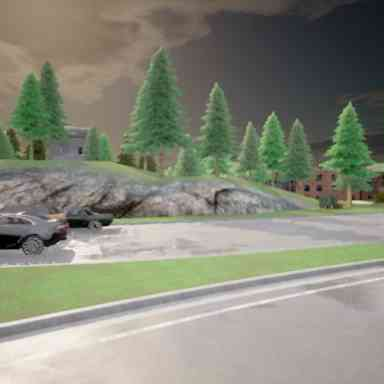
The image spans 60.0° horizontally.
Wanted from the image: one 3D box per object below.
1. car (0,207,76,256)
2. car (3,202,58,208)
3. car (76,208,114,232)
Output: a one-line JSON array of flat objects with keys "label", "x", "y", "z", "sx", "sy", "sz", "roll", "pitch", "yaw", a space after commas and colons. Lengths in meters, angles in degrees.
[{"label": "car", "x": -7.056, "y": 1.487, "z": 12.109, "sx": 4.902, "sy": 1.511, "sz": 2.128, "roll": 0, "pitch": 0, "yaw": -11}, {"label": "car", "x": -8.185, "y": 1.344, "z": 15.457, "sx": 4.553, "sy": 1.767, "sz": 2.097, "roll": 0, "pitch": 0, "yaw": -11}, {"label": "car", "x": -6.933, "y": 1.583, "z": 19.131, "sx": 4.718, "sy": 1.301, "sz": 1.895, "roll": 0, "pitch": 0, "yaw": -12}]
